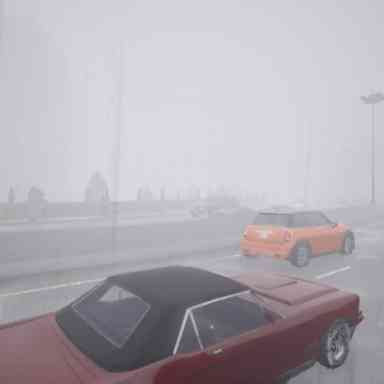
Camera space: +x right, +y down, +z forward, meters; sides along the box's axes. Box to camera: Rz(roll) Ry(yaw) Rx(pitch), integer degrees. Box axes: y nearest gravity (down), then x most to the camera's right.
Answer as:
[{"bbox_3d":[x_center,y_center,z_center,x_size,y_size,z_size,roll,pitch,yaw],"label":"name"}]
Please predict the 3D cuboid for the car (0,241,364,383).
[{"bbox_3d":[0.102,1.614,4.014,4.718,1.301,1.895,0,0,-37],"label":"car"}]

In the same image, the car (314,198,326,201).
[{"bbox_3d":[23.594,1.723,61.483,1.895,1.301,4.718,0,0,17],"label":"car"}]

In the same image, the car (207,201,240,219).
[{"bbox_3d":[3.451,1.634,26.242,1.994,1.385,4.181,0,0,42],"label":"car"}]

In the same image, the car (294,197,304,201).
[{"bbox_3d":[21.183,1.667,65.917,2.128,1.511,4.902,0,0,16],"label":"car"}]

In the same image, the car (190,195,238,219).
[{"bbox_3d":[2.210,1.306,30.033,2.150,2.045,5.566,0,0,41],"label":"car"}]

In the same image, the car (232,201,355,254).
[{"bbox_3d":[3.827,1.378,11.666,4.553,1.767,2.097,0,0,-41],"label":"car"}]

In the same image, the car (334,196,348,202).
[{"bbox_3d":[26.601,1.463,59.489,2.097,1.767,4.553,0,0,18],"label":"car"}]
